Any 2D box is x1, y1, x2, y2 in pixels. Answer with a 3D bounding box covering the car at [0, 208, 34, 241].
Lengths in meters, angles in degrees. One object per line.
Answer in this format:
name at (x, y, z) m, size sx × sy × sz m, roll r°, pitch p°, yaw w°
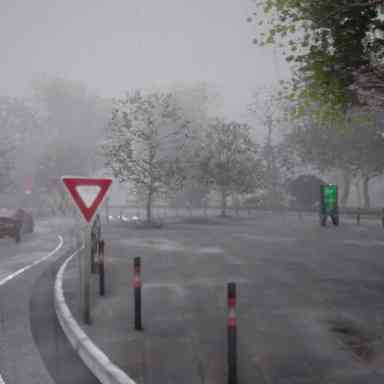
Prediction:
car at (-9.275, 1.513, 16.659) m, size 1.882 × 1.535 × 5.008 m, roll 0°, pitch 0°, yaw -16°
